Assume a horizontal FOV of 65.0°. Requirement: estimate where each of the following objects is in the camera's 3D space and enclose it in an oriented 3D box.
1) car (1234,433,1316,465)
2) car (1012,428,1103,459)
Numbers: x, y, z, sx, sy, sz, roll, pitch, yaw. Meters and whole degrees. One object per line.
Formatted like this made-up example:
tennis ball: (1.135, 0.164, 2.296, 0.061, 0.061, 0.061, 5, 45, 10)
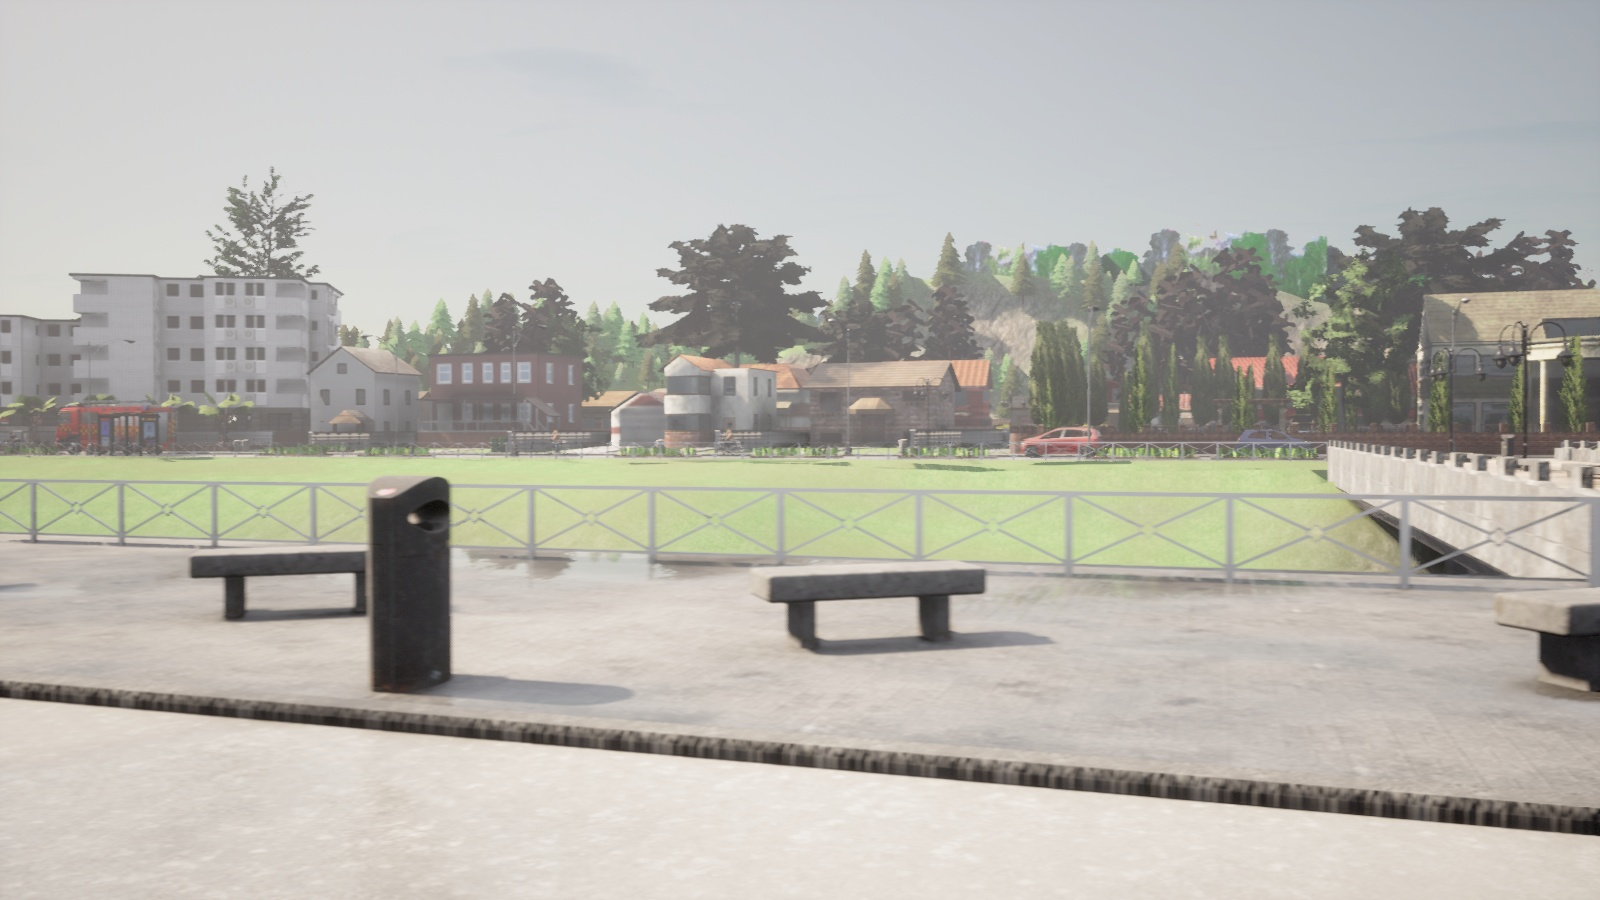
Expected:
car: (23.054, -0.050, 61.038, 3.633, 1.501, 1.845, 1, 1, 19)
car: (14.009, -0.370, 68.302, 4.611, 1.667, 2.242, 1, 1, 19)
